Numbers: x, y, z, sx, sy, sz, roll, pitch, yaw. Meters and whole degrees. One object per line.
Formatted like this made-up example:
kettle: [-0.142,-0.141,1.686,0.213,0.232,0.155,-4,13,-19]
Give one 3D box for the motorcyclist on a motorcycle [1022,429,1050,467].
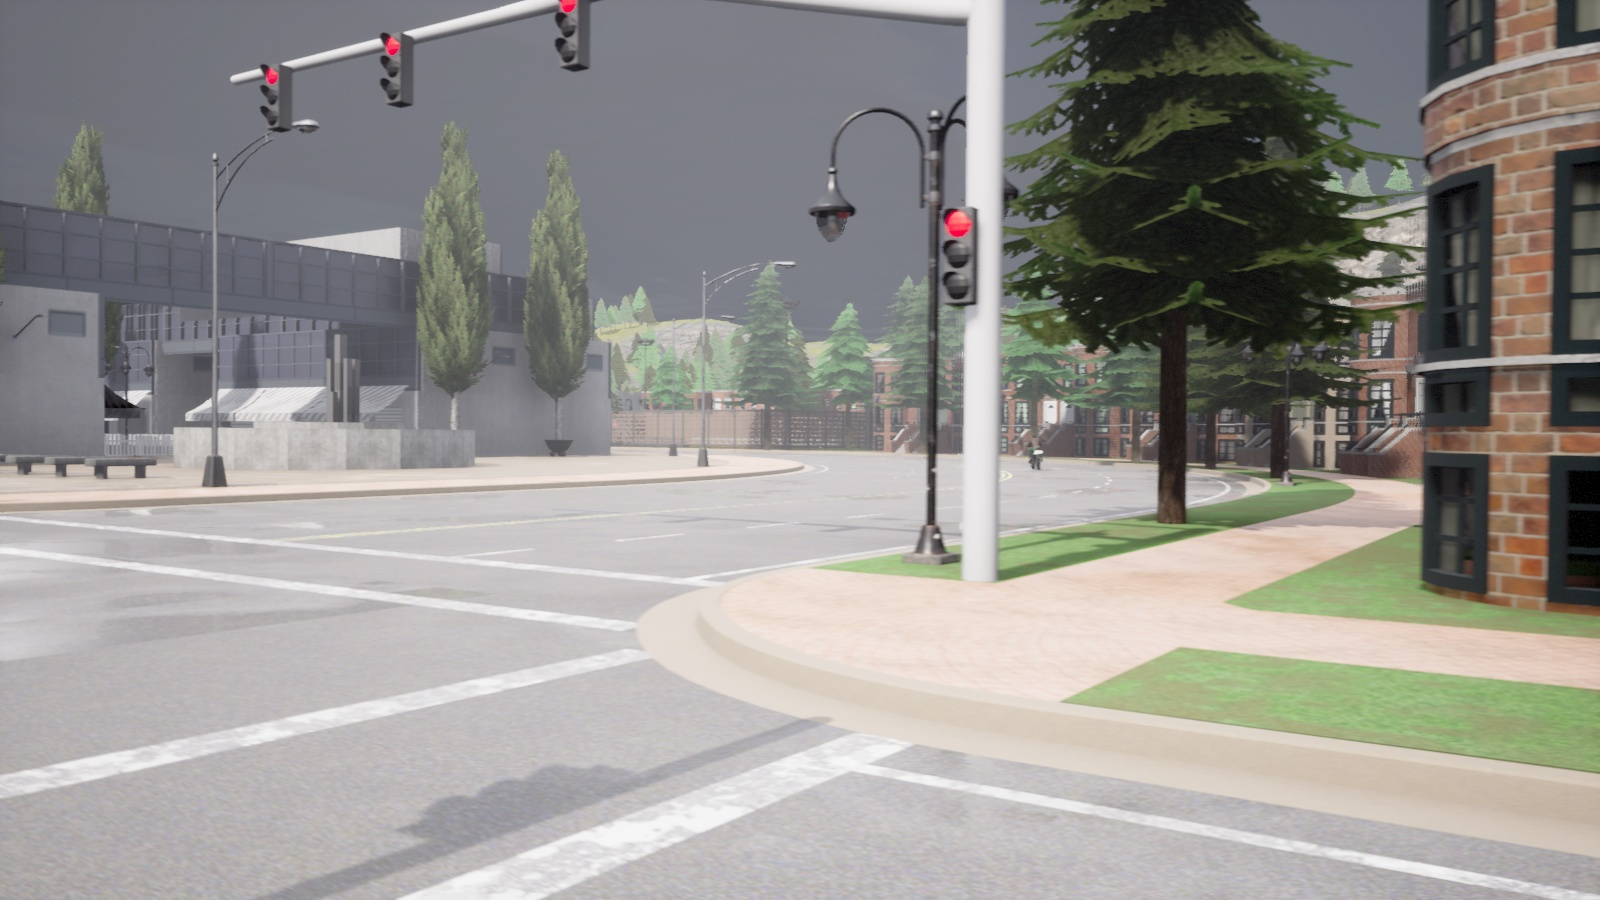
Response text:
motorcyclist on a motorcycle: [9.890,-0.094,52.617,0.797,1.523,2.044,-1,1,1]
